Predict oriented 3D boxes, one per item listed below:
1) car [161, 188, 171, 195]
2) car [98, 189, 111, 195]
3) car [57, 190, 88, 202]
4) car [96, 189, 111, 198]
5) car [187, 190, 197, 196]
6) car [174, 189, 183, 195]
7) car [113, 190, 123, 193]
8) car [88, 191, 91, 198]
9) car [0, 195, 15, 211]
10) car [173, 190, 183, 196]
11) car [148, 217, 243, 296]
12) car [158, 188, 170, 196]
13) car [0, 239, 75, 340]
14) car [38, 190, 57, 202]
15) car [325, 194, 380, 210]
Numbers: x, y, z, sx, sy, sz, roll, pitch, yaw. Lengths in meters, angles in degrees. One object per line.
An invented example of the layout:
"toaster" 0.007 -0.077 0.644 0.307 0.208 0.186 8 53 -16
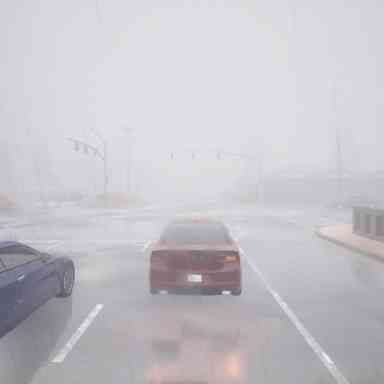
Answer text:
"car" -6.982 -0.156 89.200 2.097 1.767 4.553 0 1 1
"car" -20.983 0.008 80.322 1.837 1.490 4.892 0 1 0
"car" -17.604 0.672 49.109 2.128 1.511 4.902 0 1 -1
"car" -17.493 0.426 65.444 1.812 1.442 4.674 0 1 0
"car" 0.019 0.190 77.612 1.837 1.490 4.892 0 1 0
"car" -3.482 0.056 87.615 2.033 1.411 5.357 0 1 0
"car" -17.483 0.151 79.493 1.994 1.385 4.181 0 1 0
"car" -20.997 0.438 64.682 1.812 1.442 4.674 0 1 0
"car" -17.594 1.005 29.166 1.882 1.535 5.008 0 1 0
"car" -3.483 0.238 77.828 1.994 1.385 4.181 0 1 0
"car" 0.114 1.361 8.460 1.882 1.535 5.008 0 1 1
"car" -6.983 0.211 78.689 2.033 1.411 5.357 0 1 0
"car" -3.434 1.458 5.276 1.812 1.442 4.674 0 1 0
"car" -21.082 0.526 49.622 2.097 1.767 4.553 0 1 0
"car" 15.514 0.979 32.251 4.892 1.490 1.837 0 1 2
